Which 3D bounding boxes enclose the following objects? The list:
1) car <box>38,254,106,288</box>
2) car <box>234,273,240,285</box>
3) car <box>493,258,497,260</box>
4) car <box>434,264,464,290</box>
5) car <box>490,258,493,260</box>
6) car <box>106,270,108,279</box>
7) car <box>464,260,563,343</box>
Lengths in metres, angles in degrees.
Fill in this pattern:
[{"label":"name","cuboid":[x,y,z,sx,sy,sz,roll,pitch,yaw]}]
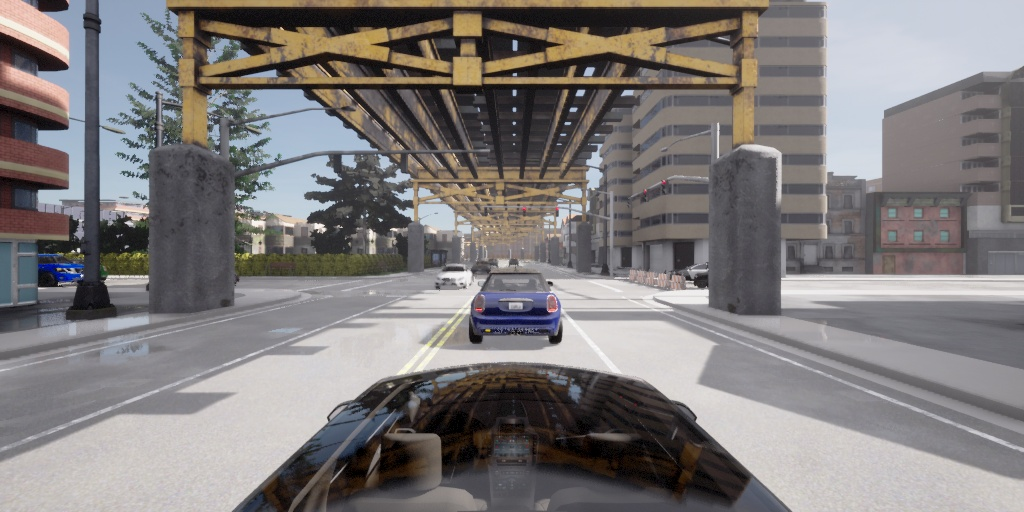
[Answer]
[{"label":"car","cuboid":[-29.654,0.880,22.535,5.566,2.045,2.150,0,0,0]},{"label":"car","cuboid":[-19.795,1.207,22.481,4.674,1.442,1.812,0,0,0]},{"label":"car","cuboid":[-3.326,1.172,62.241,1.837,1.490,4.892,0,0,1]},{"label":"car","cuboid":[-3.538,1.242,22.406,1.812,1.442,4.674,0,0,0]},{"label":"car","cuboid":[-3.477,1.218,41.061,1.812,1.442,4.674,0,0,0]},{"label":"car","cuboid":[-32.752,1.001,26.259,4.553,1.767,2.097,0,0,0]},{"label":"car","cuboid":[0.100,1.093,9.833,2.097,1.767,4.553,0,0,1]}]
